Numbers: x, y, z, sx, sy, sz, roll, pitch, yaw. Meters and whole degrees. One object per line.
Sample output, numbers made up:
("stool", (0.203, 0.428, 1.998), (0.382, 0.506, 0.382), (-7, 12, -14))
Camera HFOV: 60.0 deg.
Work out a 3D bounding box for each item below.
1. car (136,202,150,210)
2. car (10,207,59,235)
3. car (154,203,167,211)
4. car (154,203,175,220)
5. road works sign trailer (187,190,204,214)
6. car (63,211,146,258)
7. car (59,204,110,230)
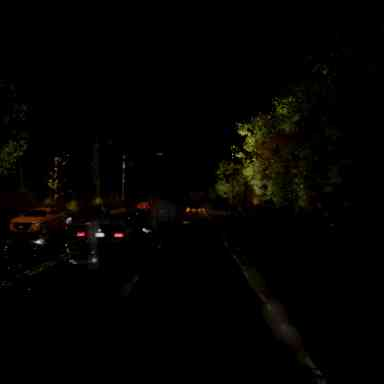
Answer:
("car", (-9.106, 2.606, 61.981), (1.882, 1.535, 5.008), (1, -1, 2))
("car", (-9.712, 1.784, 21.422), (1.882, 1.535, 5.008), (1, -1, 0))
("car", (-5.852, 2.755, 62.250), (1.994, 1.385, 4.181), (1, -1, 2))
("car", (-2.803, 2.039, 34.428), (1.994, 1.385, 4.181), (3, -1, 0))
("road works sign trailer", (0.538, 1.542, 50.605), (2.380, 3.560, 2.880), (1, -1, 1))
("car", (-2.981, 1.687, 13.098), (2.033, 1.411, 5.357), (1, -6, -1))
("car", (-6.458, 1.714, 21.425), (2.097, 1.767, 4.553), (1, -1, 0))
